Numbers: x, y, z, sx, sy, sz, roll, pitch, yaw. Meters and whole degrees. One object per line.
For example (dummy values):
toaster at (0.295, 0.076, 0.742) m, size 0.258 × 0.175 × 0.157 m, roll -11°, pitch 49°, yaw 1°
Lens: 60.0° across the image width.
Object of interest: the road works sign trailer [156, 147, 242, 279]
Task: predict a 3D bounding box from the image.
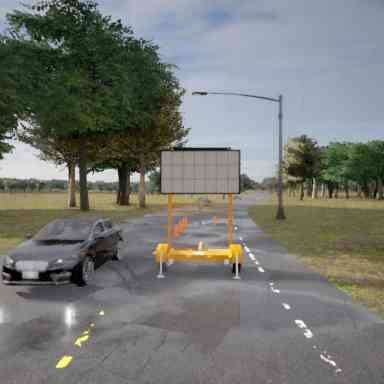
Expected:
road works sign trailer at (0.248, 0.465, 10.076) m, size 2.380 × 3.560 × 2.880 m, roll 0°, pitch 0°, yaw 3°

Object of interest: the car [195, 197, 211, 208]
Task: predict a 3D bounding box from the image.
car at (1.664, 1.535, 50.682) m, size 2.128 × 1.511 × 4.902 m, roll 0°, pitch 0°, yaw 11°

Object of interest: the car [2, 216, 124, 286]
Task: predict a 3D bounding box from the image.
car at (-3.305, 1.490, 9.478) m, size 2.128 × 1.511 × 4.902 m, roll 0°, pitch 0°, yaw 3°
